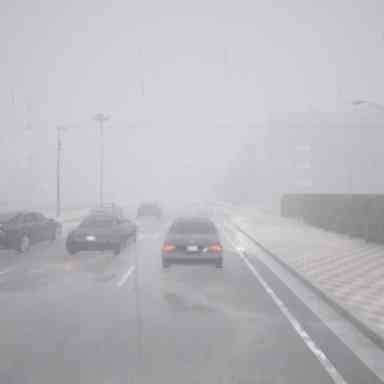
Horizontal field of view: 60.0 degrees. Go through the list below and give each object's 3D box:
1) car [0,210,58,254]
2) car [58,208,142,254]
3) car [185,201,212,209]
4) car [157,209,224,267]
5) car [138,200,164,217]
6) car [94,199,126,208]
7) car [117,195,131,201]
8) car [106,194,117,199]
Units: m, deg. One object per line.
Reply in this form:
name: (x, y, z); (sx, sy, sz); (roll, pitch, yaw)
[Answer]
car: (-6.948, 1.483, 13.441); (1.837, 1.490, 4.892); (0, 0, 1)
car: (-3.446, 1.541, 13.380); (1.994, 1.385, 4.181); (0, 0, 1)
car: (0.627, 1.475, 29.078); (1.812, 1.442, 4.674); (0, 0, 12)
car: (0.031, 1.528, 11.247); (2.033, 1.411, 5.357); (0, 0, 1)
car: (-3.522, 1.443, 28.463); (2.128, 1.511, 4.902); (0, 0, 0)
car: (-7.017, 1.553, 27.844); (1.895, 1.301, 4.718); (0, 0, 0)
car: (-16.236, 1.385, 82.027); (2.128, 1.511, 4.902); (0, 0, 0)
car: (-19.736, 1.215, 82.058); (2.097, 1.767, 4.553); (0, 0, 0)
